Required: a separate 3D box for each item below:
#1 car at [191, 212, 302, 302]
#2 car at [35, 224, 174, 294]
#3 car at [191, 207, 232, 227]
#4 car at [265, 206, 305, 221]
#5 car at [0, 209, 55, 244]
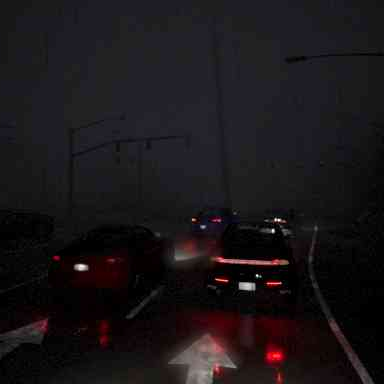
[{"bbox_3d":[1.558,1.491,8.371,2.128,1.511,4.902,0,0,13],"label":"car"},{"bbox_3d":[-1.880,1.563,8.981,1.994,1.385,4.181,0,0,13],"label":"car"},{"bbox_3d":[1.362,1.524,18.370,1.812,1.442,4.674,0,0,21],"label":"car"},{"bbox_3d":[4.636,1.503,17.249,1.837,1.490,4.892,0,0,21],"label":"car"},{"bbox_3d":[-7.962,1.490,13.920,2.128,1.511,4.902,0,0,19],"label":"car"}]
